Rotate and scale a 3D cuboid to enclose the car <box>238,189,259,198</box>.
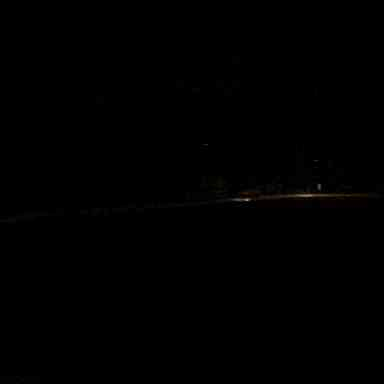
[{"bbox_3d":[9.076,0.222,53.447,1.882,1.535,5.008,-1,1,36],"label":"car"}]
